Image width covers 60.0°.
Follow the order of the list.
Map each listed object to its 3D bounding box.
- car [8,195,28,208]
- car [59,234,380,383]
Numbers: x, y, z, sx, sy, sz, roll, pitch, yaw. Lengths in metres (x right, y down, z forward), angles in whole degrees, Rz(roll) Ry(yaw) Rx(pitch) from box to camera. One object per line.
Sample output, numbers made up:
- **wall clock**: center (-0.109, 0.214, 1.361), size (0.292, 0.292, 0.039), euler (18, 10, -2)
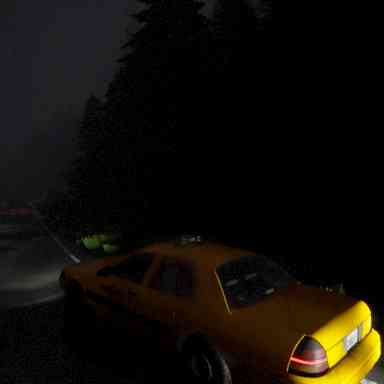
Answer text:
- **car**: center (-20.974, 1.058, 40.163), size (2.128, 1.511, 4.902), euler (-2, 2, -26)
- **car**: center (-0.235, 1.417, 5.107), size (5.366, 1.575, 1.801), euler (1, 1, 45)
